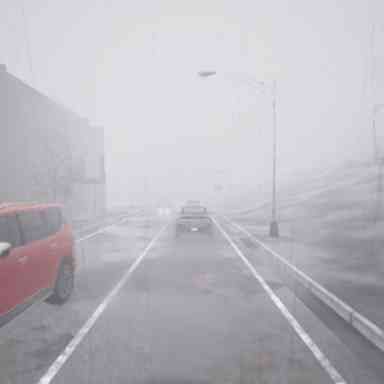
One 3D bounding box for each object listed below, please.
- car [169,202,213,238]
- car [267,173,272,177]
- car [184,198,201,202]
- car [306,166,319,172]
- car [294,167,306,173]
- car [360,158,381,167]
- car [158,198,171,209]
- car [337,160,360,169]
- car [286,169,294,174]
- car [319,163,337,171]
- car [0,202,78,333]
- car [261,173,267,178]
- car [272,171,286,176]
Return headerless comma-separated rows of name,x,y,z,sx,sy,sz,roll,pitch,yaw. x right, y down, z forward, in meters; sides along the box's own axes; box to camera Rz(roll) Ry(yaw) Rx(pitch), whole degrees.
car,0.103,1.486,17.571,2.128,1.511,4.902,0,0,0
car,21.386,-4.201,85.249,2.002,1.452,4.674,0,1,-1
car,0.087,1.541,41.076,2.128,1.511,4.902,0,-1,0
car,22.102,-3.830,57.759,2.002,1.452,4.674,0,1,-2
car,21.869,-3.967,63.301,2.231,1.521,4.892,0,1,-1
car,23.540,-3.533,41.025,2.163,1.488,4.792,0,1,-6
car,-4.006,1.633,48.390,2.128,1.511,4.902,0,-1,-4
car,22.921,-3.793,46.716,2.185,1.767,4.553,0,1,-5
car,21.741,-4.046,68.818,2.231,1.521,4.892,0,1,-1
car,22.453,-3.769,52.222,2.097,1.535,5.008,0,1,-4
car,-3.610,1.220,5.183,2.150,2.045,5.566,0,0,0
car,21.263,-4.433,90.921,2.185,1.767,4.553,0,1,-1
car,21.504,-4.303,79.755,2.185,1.767,4.553,0,1,-1
